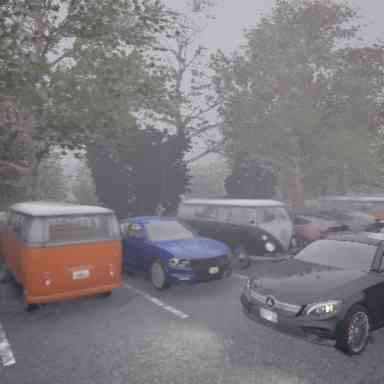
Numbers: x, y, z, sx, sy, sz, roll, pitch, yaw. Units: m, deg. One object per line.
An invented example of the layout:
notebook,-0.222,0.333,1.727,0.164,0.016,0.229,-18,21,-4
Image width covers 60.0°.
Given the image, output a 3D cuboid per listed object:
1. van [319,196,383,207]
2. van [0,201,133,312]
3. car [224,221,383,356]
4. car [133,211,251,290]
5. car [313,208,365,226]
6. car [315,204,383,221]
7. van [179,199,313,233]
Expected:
van,7.884,1.220,15.823,1.878,1.987,4.442,0,0,-35
van,-3.286,1.246,7.857,1.878,1.987,4.442,0,0,-35
car,2.994,1.499,6.126,4.674,1.442,1.812,0,0,-35
car,-0.966,1.458,9.376,2.097,1.535,5.008,0,0,-35
car,3.529,1.471,12.610,2.163,1.488,4.792,0,0,-35
car,5.679,1.470,14.142,2.163,1.488,4.792,0,0,-35
van,1.368,1.222,10.900,1.878,1.987,4.442,0,0,-36
